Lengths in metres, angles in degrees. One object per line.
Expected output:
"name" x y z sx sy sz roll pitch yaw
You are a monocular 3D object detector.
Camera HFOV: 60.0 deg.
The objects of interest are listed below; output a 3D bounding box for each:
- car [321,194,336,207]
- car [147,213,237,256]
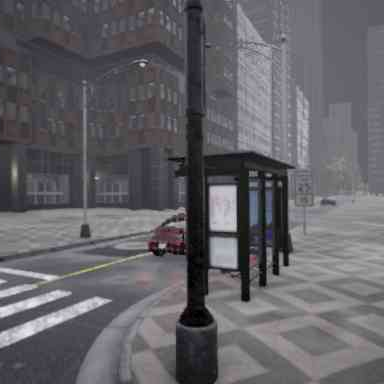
"car" 21.124 1.442 51.480 1.882 1.535 5.008 -1 0 28
"car" 0.166 1.495 12.296 1.812 1.442 4.674 -1 0 28
